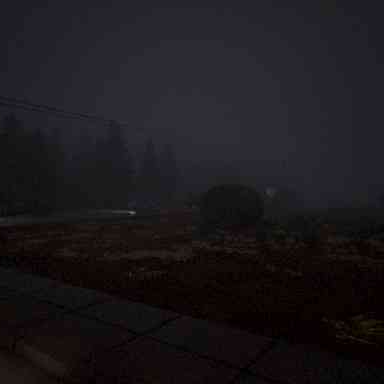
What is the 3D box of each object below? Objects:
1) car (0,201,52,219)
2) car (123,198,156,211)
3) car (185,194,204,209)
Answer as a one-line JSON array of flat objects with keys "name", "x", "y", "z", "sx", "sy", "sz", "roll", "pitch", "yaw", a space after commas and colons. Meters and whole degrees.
[{"name": "car", "x": -15.077, "y": 1.552, "z": 30.158, "sx": 1.812, "sy": 1.442, "sz": 4.674, "roll": 0, "pitch": 0, "yaw": 36}, {"name": "car", "x": -6.518, "y": 1.553, "z": 41.720, "sx": 1.812, "sy": 1.442, "sz": 4.674, "roll": 0, "pitch": 0, "yaw": 36}, {"name": "car", "x": 1.364, "y": 1.248, "z": 46.191, "sx": 2.150, "sy": 2.045, "sz": 5.566, "roll": 0, "pitch": 0, "yaw": 38}]
